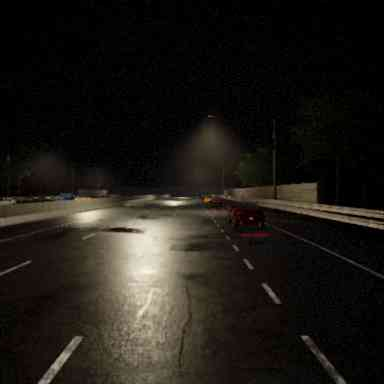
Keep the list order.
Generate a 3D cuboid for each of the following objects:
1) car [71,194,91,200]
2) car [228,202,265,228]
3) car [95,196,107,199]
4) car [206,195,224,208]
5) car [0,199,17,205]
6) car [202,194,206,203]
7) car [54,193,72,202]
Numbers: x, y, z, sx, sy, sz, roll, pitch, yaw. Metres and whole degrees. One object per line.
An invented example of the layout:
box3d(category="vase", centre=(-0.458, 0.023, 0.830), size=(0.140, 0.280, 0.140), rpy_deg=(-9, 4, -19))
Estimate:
box3d(category="car", centre=(-20.980, 1.383, 64.287), size=(2.097, 1.767, 4.553), rpy_deg=(0, 0, 0))
box3d(category="car", centre=(3.509, 1.410, 22.111), size=(1.882, 1.535, 5.008), rpy_deg=(0, 0, 0))
box3d(category="car", centre=(-17.482, 1.521, 64.323), size=(1.837, 1.490, 4.892), rpy_deg=(0, 0, 0))
box3d(category="car", centre=(3.517, 1.502, 48.476), size=(2.128, 1.511, 4.902), rpy_deg=(0, 0, 0))
box3d(category="car", centre=(-28.021, 1.624, 49.290), size=(1.895, 1.301, 4.718), rpy_deg=(0, 0, 1))
box3d(category="car", centre=(3.524, 1.502, 67.172), size=(1.882, 1.535, 5.008), rpy_deg=(0, 0, 0))
box3d(category="car", centre=(-24.477, 1.257, 64.134), size=(2.150, 2.045, 5.566), rpy_deg=(0, 0, 0))
